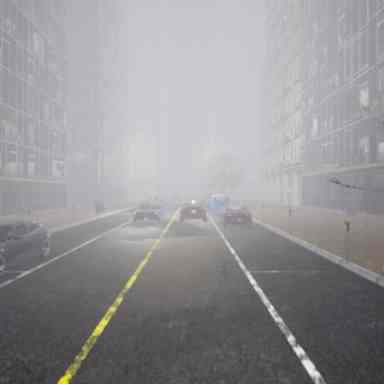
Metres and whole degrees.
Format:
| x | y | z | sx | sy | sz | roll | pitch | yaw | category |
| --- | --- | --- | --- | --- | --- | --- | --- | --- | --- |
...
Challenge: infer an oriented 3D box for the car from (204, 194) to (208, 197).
| x | y | z | sx | sy | sz | roll | pitch | yaw | category |
| --- | --- | --- | --- | --- | --- | --- | --- | --- | --- |
| 2.704 | 1.352 | 43.958 | 1.802 | 1.307 | 4.206 | 0 | 0 | 0 | car |

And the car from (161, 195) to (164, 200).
| x | y | z | sx | sy | sz | roll | pitch | yaw | category |
| --- | --- | --- | --- | --- | --- | --- | --- | --- | --- |
| -5.675 | 1.301 | 49.657 | 1.947 | 1.339 | 4.313 | 0 | 0 | 0 | car |

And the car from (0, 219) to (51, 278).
| x | y | z | sx | sy | sz | roll | pitch | yaw | category |
| --- | --- | --- | --- | --- | --- | --- | --- | --- | --- |
| -5.687 | 1.521 | 9.777 | 1.947 | 1.339 | 4.313 | 0 | 0 | 0 | car |

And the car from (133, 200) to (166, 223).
| x | y | z | sx | sy | sz | roll | pitch | yaw | category |
| --- | --- | --- | --- | --- | --- | --- | --- | --- | --- |
| -3.093 | 1.482 | 24.433 | 1.895 | 1.301 | 4.718 | 0 | 0 | 0 | car |

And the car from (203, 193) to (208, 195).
| x | y | z | sx | sy | sz | roll | pitch | yaw | category |
| --- | --- | --- | --- | --- | --- | --- | --- | --- | --- |
| 2.707 | 1.266 | 55.352 | 1.947 | 1.339 | 4.313 | 0 | 0 | 0 | car |

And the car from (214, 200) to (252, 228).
| x | y | z | sx | sy | sz | roll | pitch | yaw | category |
| --- | --- | --- | --- | --- | --- | --- | --- | --- | --- |
| 2.697 | 1.444 | 21.169 | 1.887 | 1.381 | 4.507 | 0 | 0 | 0 | car |

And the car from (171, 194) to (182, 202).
| x | y | z | sx | sy | sz | roll | pitch | yaw | category |
| --- | --- | --- | --- | --- | --- | --- | --- | --- | --- |
| -2.999 | 1.174 | 64.872 | 1.812 | 1.442 | 4.674 | 0 | 0 | 0 | car |

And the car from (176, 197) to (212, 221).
| x | y | z | sx | sy | sz | roll | pitch | yaw | category |
| --- | --- | --- | --- | --- | --- | --- | --- | --- | --- |
| 0.107 | 1.379 | 25.508 | 2.163 | 1.488 | 4.792 | 0 | 0 | 0 | car |

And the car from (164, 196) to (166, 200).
| x | y | z | sx | sy | sz | roll | pitch | yaw | category |
| --- | --- | --- | --- | --- | --- | --- | --- | --- | --- |
| -5.671 | 1.189 | 60.881 | 1.752 | 1.417 | 4.829 | 0 | 0 | 0 | car |

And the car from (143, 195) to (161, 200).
| x | y | z | sx | sy | sz | roll | pitch | yaw | category |
| --- | --- | --- | --- | --- | --- | --- | --- | --- | --- |
| -5.676 | 1.321 | 43.961 | 2.008 | 1.369 | 4.403 | 0 | 0 | 0 | car |

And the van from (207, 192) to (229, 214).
| x | y | z | sx | sy | sz | roll | pitch | yaw | category |
| --- | --- | --- | --- | --- | --- | --- | --- | --- | --- |
| 2.701 | 1.177 | 32.560 | 1.690 | 1.788 | 3.998 | 0 | 0 | 0 | van |

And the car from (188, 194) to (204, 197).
| x | y | z | sx | sy | sz | roll | pitch | yaw | category |
| --- | --- | --- | --- | --- | --- | --- | --- | --- | --- |
| 0.112 | 1.280 | 42.862 | 2.163 | 1.488 | 4.792 | 0 | 0 | 0 | car |
